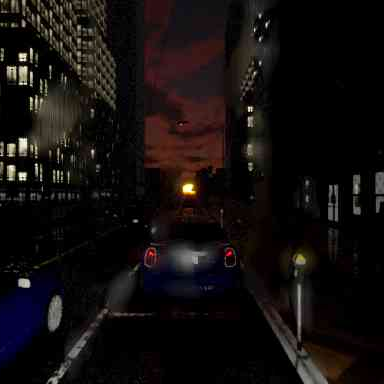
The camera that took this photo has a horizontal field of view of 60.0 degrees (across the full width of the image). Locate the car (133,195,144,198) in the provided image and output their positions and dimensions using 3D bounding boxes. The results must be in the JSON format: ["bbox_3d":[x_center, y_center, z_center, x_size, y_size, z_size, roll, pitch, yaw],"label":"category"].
[{"bbox_3d":[-8.833,1.523,49.953,1.887,1.381,4.507,0,0,0],"label":"car"}]

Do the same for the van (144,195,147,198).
[{"bbox_3d":[-8.832,1.315,55.646,1.690,1.788,3.998,0,0,0],"label":"van"}]

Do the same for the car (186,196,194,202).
[{"bbox_3d":[-0.452,1.533,78.399,1.802,1.307,4.206,0,0,0],"label":"car"}]

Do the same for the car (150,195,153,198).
[{"bbox_3d":[-8.832,1.550,61.338,1.802,1.307,4.206,0,0,0],"label":"car"}]

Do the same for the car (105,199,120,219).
[{"bbox_3d":[-6.244,1.539,29.663,2.033,1.411,5.357,0,0,0],"label":"car"}]

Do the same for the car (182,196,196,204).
[{"bbox_3d":[-0.452,1.548,44.248,1.947,1.339,4.313,0,0,0],"label":"car"}]

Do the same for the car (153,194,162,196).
[{"bbox_3d":[-8.832,1.391,78.413,1.967,1.590,4.097,0,0,0],"label":"car"}]

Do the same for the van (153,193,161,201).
[{"bbox_3d":[-8.831,1.285,84.106,1.690,1.788,3.998,0,0,0],"label":"van"}]

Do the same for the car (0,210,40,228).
[{"bbox_3d":[-8.833,1.563,15.800,1.947,1.339,4.313,0,0,0],"label":"car"}]

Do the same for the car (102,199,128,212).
[{"bbox_3d":[-8.833,1.537,38.569,2.008,1.369,4.403,0,0,0],"label":"car"}]

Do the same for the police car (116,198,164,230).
[{"bbox_3d":[-3.144,1.420,21.092,1.930,1.638,5.238,0,0,0],"label":"police car"}]

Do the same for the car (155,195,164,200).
[{"bbox_3d":[-8.832,1.504,89.799,1.947,1.339,4.313,0,0,0],"label":"car"}]

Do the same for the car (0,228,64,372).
[{"bbox_3d":[-3.050,1.477,3.554,1.882,1.535,5.008,0,0,0],"label":"car"}]

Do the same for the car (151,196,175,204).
[{"bbox_3d":[-3.046,1.478,37.196,2.128,1.511,4.902,0,0,0],"label":"car"}]

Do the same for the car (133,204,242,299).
[{"bbox_3d":[-0.032,1.352,8.619,2.097,1.767,4.553,0,0,0],"label":"car"}]

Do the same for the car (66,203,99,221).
[{"bbox_3d":[-8.832,1.575,27.183,1.802,1.307,4.206,0,0,0],"label":"car"}]
